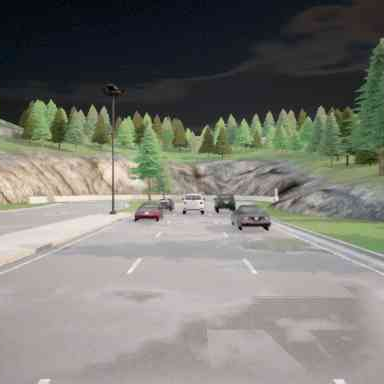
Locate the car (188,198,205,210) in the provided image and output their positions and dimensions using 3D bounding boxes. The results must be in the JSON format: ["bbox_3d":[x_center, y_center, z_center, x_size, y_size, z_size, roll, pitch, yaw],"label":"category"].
[{"bbox_3d":[0.639,1.564,44.405,1.994,1.385,4.181,0,0,6],"label":"car"}]

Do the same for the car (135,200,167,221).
[{"bbox_3d":[-3.391,1.563,26.878,1.994,1.385,4.181,0,0,0],"label":"car"}]

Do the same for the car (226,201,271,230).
[{"bbox_3d":[3.607,1.547,21.100,2.033,1.411,5.357,0,0,0],"label":"car"}]

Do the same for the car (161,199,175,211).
[{"bbox_3d":[-3.167,1.526,40.517,1.812,1.442,4.674,0,0,2],"label":"car"}]

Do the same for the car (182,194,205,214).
[{"bbox_3d":[0.150,1.221,35.056,2.150,2.045,5.566,0,0,0],"label":"car"}]

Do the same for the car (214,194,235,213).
[{"bbox_3d":[3.702,1.221,37.628,2.150,2.045,5.566,0,0,1],"label":"car"}]
